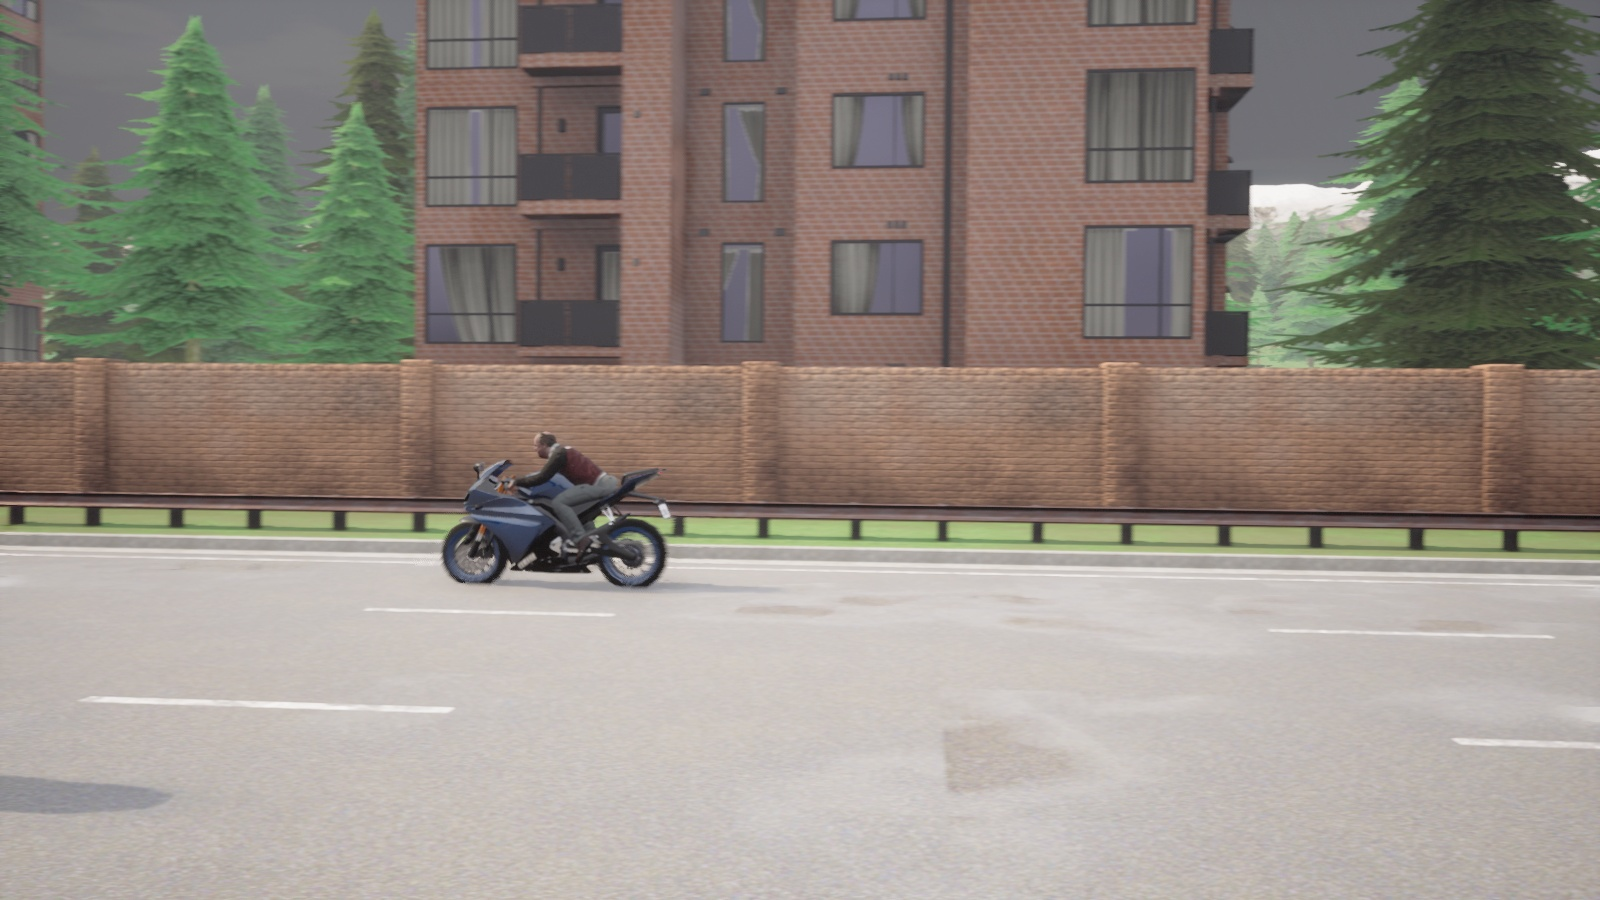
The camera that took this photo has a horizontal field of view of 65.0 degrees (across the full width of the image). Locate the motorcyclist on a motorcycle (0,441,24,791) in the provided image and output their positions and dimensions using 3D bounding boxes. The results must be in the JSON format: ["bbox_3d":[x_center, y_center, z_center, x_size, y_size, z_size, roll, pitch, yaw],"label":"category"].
[{"bbox_3d":[-4.540,0.742,5.313,2.044,1.523,0.797,-1,1,5],"label":"motorcyclist on a motorcycle"}]

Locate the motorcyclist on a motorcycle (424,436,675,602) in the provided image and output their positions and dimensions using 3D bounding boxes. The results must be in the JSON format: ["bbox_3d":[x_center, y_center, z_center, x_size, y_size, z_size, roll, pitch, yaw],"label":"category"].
[{"bbox_3d":[-2.388,0.648,12.139,2.191,1.530,0.866,-1,1,5],"label":"motorcyclist on a motorcycle"}]
